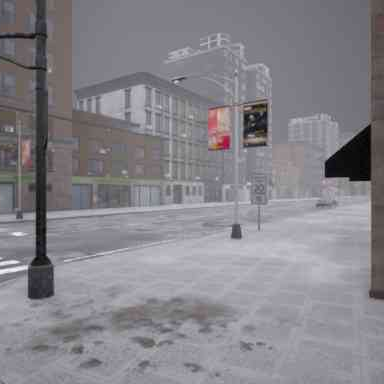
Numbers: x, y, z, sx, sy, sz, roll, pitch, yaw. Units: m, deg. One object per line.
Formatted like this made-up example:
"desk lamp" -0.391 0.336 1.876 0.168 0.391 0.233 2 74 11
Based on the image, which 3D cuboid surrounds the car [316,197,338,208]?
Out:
"car" 18.539 1.384 45.650 2.033 1.411 5.357 0 0 35
